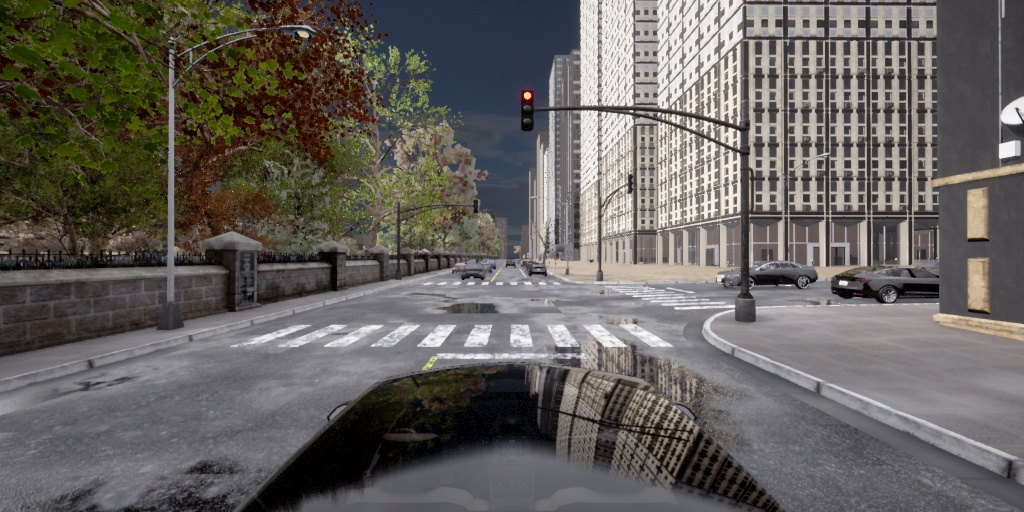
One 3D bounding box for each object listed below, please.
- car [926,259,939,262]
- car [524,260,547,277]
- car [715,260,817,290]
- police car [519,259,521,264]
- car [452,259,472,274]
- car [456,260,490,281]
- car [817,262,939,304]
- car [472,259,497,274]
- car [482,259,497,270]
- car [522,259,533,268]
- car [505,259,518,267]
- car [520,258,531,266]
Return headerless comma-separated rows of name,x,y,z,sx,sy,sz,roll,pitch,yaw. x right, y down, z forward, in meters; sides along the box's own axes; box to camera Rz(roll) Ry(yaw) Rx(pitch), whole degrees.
car,23.758,0.877,19.480,5.357,1.411,2.033,-1,0,-1
car,2.513,1.331,36.109,1.948,1.339,4.313,0,0,0
car,13.651,0.993,19.384,4.902,1.511,2.128,-1,0,0
police car,2.809,1.218,64.533,1.930,1.638,5.238,0,0,0
car,-5.897,1.351,41.697,1.802,1.307,4.207,0,0,0
car,-3.193,1.309,30.183,2.033,1.411,5.357,0,0,-2
car,14.627,1.026,13.590,4.313,1.339,1.948,0,0,-1
car,-3.307,1.262,42.542,2.128,1.511,4.902,0,0,0
car,-3.359,1.258,54.208,1.882,1.535,5.008,0,0,0
car,2.483,1.335,41.741,1.948,1.339,4.313,0,0,0
car,-0.228,1.299,65.141,1.837,1.490,4.892,0,0,0
car,2.454,1.339,47.374,1.948,1.339,4.313,0,0,0
